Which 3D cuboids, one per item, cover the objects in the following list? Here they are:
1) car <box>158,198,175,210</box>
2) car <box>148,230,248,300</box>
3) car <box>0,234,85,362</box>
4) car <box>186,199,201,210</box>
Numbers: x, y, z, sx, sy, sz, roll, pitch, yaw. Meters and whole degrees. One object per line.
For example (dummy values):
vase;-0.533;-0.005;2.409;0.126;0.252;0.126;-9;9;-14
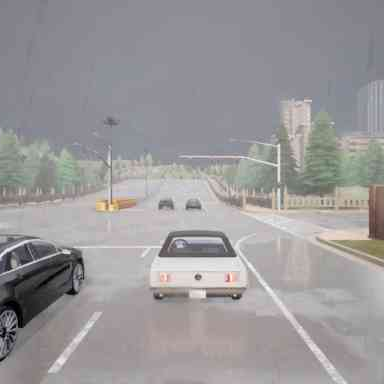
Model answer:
car;-3.305;1.505;43.571;1.837;1.490;4.892;0;0;0
car;0.117;1.601;8.358;1.895;1.301;4.718;0;0;0
car;-3.387;1.492;5.824;2.128;1.511;4.902;0;0;0
car;0.198;1.564;43.657;1.994;1.385;4.181;0;0;0
